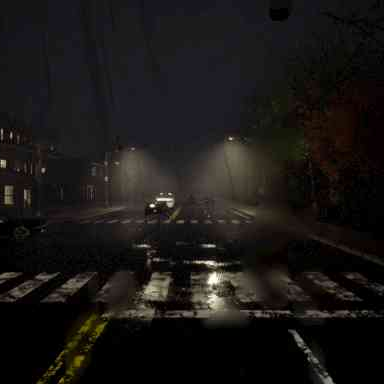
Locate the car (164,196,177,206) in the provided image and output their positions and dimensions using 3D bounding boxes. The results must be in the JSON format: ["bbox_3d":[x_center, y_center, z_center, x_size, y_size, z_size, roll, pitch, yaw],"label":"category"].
[{"bbox_3d":[-3.448,1.485,53.619,1.837,1.490,4.892,0,0,0],"label":"car"}]

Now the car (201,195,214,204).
[{"bbox_3d":[3.208,1.577,63.245,1.895,1.301,4.718,0,0,0],"label":"car"}]

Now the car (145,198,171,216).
[{"bbox_3d":[-3.414,1.554,32.750,1.994,1.385,4.181,0,0,0],"label":"car"}]

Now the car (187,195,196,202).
[{"bbox_3d":[-0.168,1.470,73.297,1.837,1.490,4.892,0,0,0],"label":"car"}]

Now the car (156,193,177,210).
[{"bbox_3d":[-3.431,1.207,43.151,2.150,2.045,5.566,0,0,0],"label":"car"}]

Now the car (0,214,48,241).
[{"bbox_3d":[-9.469,1.628,15.740,4.718,1.301,1.895,-1,0,-11],"label":"car"}]

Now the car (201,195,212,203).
[{"bbox_3d":[3.082,1.494,73.250,2.128,1.511,4.902,0,0,0],"label":"car"}]

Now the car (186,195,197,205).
[{"bbox_3d":[-0.043,1.525,60.427,2.033,1.411,5.357,0,0,1],"label":"car"}]
